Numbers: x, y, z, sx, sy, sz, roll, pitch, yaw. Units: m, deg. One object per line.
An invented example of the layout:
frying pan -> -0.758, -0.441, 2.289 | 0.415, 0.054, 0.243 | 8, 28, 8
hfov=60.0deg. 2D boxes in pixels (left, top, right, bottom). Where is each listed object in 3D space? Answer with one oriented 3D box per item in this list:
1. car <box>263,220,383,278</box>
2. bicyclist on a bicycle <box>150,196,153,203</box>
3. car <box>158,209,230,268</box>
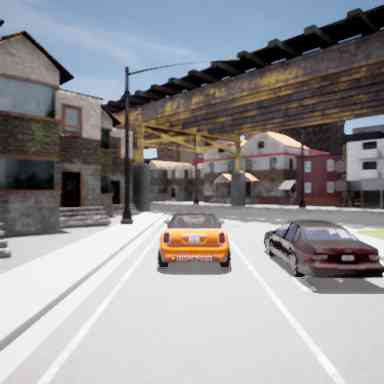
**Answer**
car -> 3.570, 1.555, 10.098 | 2.033, 1.411, 5.357 | 0, 0, 0
bicyclist on a bicycle -> -8.499, 1.355, 66.781 | 1.656, 1.620, 0.582 | 0, 0, -45
car -> 0.075, 1.361, 11.463 | 2.097, 1.767, 4.553 | 0, 0, 0
